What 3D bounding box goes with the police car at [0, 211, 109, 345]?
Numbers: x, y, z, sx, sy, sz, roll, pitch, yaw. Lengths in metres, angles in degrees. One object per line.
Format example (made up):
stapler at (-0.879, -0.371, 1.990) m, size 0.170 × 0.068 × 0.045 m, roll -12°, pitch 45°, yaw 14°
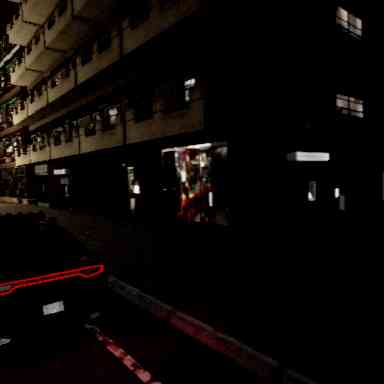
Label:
police car at (-3.350, 1.210, 6.219) m, size 1.930 × 1.638 × 5.238 m, roll -4°, pitch 3°, yaw -38°
